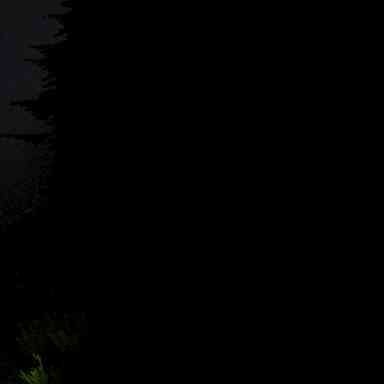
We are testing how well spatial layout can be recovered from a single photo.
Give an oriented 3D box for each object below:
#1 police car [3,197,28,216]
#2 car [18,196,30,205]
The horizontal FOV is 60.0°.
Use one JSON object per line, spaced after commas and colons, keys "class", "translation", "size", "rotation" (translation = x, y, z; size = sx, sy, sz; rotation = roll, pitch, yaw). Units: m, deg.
{"class": "police car", "translation": [-20.740, 1.770, 38.767], "size": [1.930, 1.638, 5.238], "rotation": [-3, 1, -23]}
{"class": "car", "translation": [-24.687, 1.640, 47.914], "size": [2.150, 2.045, 5.566], "rotation": [-3, 1, -23]}
